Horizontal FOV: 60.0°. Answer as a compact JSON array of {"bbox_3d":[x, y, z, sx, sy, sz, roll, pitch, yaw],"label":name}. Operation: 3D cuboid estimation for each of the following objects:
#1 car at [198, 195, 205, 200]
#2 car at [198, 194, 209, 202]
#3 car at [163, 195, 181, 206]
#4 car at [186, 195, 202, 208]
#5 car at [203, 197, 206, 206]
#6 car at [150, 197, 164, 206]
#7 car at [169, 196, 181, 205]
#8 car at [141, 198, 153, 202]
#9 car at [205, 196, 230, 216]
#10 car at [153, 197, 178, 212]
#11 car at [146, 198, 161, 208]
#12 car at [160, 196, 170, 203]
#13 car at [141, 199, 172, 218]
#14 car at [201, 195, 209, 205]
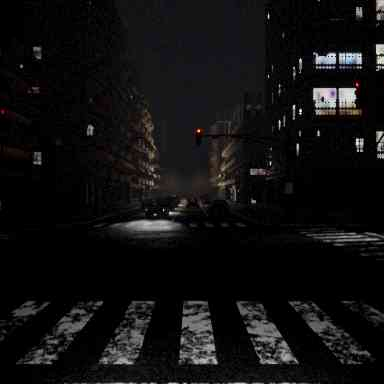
[{"bbox_3d":[2.631,1.586,93.929,1.887,1.381,4.507,0,0,0],"label":"car"},{"bbox_3d":[2.643,1.344,77.327,2.192,1.841,5.009,0,0,0],"label":"car"},{"bbox_3d":[-3.123,1.364,49.537,2.097,1.767,4.553,0,0,0],"label":"car"},{"bbox_3d":[0.072,1.559,48.722,2.033,1.411,5.357,0,0,0],"label":"car"},{"bbox_3d":[2.667,1.559,38.587,2.008,1.369,4.403,0,0,0],"label":"car"},{"bbox_3d":[-5.724,1.580,55.186,1.947,1.339,4.313,0,0,0],"label":"car"},{"bbox_3d":[-3.078,1.519,60.675,1.837,1.490,4.892,0,1,1],"label":"car"},{"bbox_3d":[-5.717,1.561,44.116,2.008,1.369,4.403,0,0,0],"label":"car"},{"bbox_3d":[2.671,1.447,33.053,1.967,1.590,4.097,0,0,0],"label":"car"},{"bbox_3d":[-3.118,1.572,39.538,1.994,1.385,4.181,0,0,0],"label":"car"},{"bbox_3d":[-5.720,1.594,49.651,1.802,1.307,4.206,0,0,0],"label":"car"},{"bbox_3d":[-5.735,1.569,71.787,1.887,1.381,4.507,0,0,0],"label":"car"},{"bbox_3d":[-3.118,1.606,30.419,1.895,1.301,4.718,0,0,0],"label":"car"},{"bbox_3d":[2.657,1.596,55.190,1.802,1.307,4.206,0,0,0],"label":"car"}]
